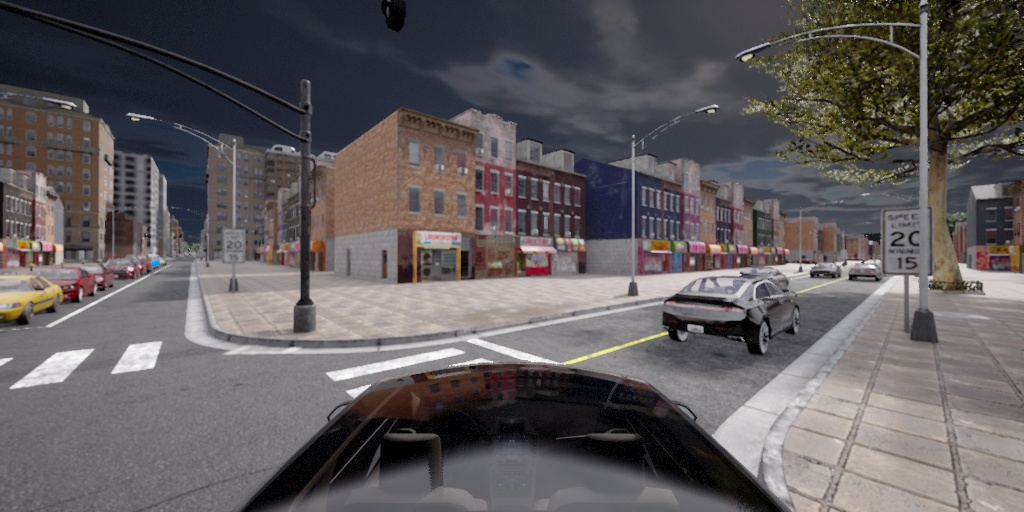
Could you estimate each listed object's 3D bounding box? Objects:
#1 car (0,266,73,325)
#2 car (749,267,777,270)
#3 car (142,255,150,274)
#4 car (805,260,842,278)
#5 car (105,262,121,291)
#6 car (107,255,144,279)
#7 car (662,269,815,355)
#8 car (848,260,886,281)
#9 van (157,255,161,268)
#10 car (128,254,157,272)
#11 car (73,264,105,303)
[{"bbox_3d":[-14.911,1.156,10.494,1.751,1.417,4.829,0,0,-42],"label":"car"},{"bbox_3d":[13.932,1.316,20.054,4.181,1.385,1.994,0,0,-42],"label":"car"},{"bbox_3d":[-33.662,0.912,31.549,1.967,1.591,4.097,0,0,-42],"label":"car"},{"bbox_3d":[29.942,1.321,34.140,5.357,1.411,2.033,0,0,-42],"label":"car"},{"bbox_3d":[-22.479,1.144,18.992,1.802,1.307,4.207,0,0,-42],"label":"car"},{"bbox_3d":[-29.935,0.941,27.363,1.967,1.591,4.097,0,0,-42],"label":"car"},{"bbox_3d":[5.450,1.230,8.714,4.902,1.511,2.128,0,0,-42],"label":"car"},{"bbox_3d":[30.093,1.318,30.511,5.357,1.411,2.033,0,0,-41],"label":"car"},{"bbox_3d":[-44.846,0.732,44.107,1.690,1.789,3.998,0,0,-42],"label":"van"},{"bbox_3d":[-37.391,0.759,35.735,2.192,1.841,5.009,0,0,-42],"label":"car"},{"bbox_3d":[-18.752,1.141,14.806,1.888,1.381,4.507,0,0,-42],"label":"car"}]
